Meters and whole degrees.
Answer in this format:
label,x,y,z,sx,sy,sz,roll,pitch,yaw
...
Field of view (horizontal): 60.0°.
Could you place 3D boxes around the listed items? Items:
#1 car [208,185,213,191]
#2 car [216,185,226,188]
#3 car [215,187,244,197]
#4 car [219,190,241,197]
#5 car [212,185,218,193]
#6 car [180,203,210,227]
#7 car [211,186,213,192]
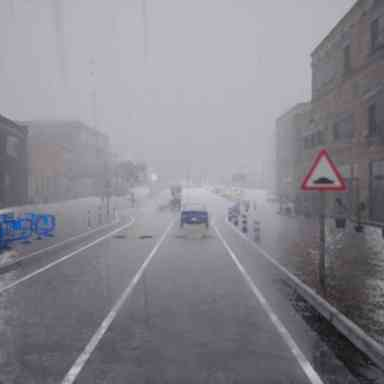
label,x,y,z,sx,sy,sz,roll,pitch,yaw
car,7.938,-0.531,94.096,5.008,1.535,2.097,0,2,-1
car,8.122,0.011,74.812,4.553,1.767,2.185,0,2,-1
car,8.031,0.357,69.307,5.366,1.575,1.946,0,2,-1
car,8.188,0.287,72.066,4.674,1.452,2.002,0,2,-1
car,8.151,-0.220,77.561,5.566,2.045,2.435,0,2,-1
car,0.217,1.536,23.330,1.882,1.535,5.008,0,0,2
car,8.054,-0.171,83.078,5.008,1.535,2.097,0,2,-1
